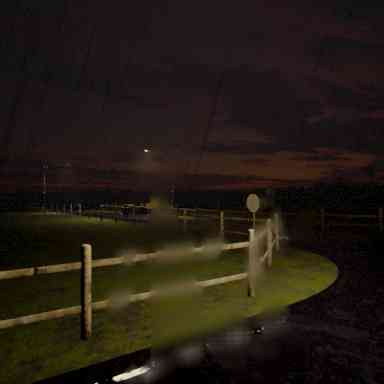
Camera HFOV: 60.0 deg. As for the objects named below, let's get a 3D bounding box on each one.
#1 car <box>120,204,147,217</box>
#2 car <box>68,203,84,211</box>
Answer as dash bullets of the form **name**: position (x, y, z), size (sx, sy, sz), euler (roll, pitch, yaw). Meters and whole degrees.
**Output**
- **car**: position (-7.140, 2.177, 40.116), size (1.837, 1.490, 4.892), euler (0, -1, -34)
- **car**: position (-21.043, 2.718, 60.410), size (1.994, 1.385, 4.181), euler (0, -1, -34)
